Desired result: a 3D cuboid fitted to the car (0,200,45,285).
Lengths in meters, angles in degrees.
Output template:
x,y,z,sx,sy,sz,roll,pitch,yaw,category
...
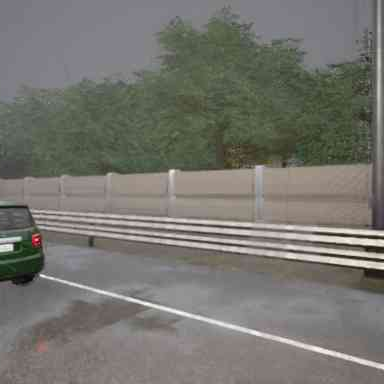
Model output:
x,y,z,sx,sy,sz,roll,pitch,yaw,category
-5.919,1.216,8.228,5.566,2.045,2.150,0,0,36,car
